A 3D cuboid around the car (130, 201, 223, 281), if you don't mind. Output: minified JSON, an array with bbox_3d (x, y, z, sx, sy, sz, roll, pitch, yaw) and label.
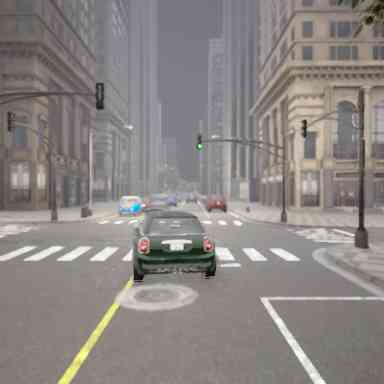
[{"bbox_3d":[-0.726,1.335,10.077,2.097,1.767,4.553,0,0,-10],"label":"car"}]

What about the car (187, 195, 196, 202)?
[{"bbox_3d":[-0.068,1.347,72.223,1.882,1.535,5.008,0,0,0],"label":"car"}]

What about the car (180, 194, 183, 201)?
[{"bbox_3d":[-3.063,1.549,66.394,2.033,1.411,5.357,0,0,0],"label":"car"}]

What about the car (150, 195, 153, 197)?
[{"bbox_3d":[-5.796,1.395,36.634,1.967,1.590,4.097,0,0,0],"label":"car"}]

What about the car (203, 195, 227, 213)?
[{"bbox_3d":[2.730,1.270,36.651,2.192,1.841,5.009,0,0,0],"label":"car"}]

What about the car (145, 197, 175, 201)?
[{"bbox_3d":[-3.115,1.505,32.288,2.033,1.411,5.357,0,0,2],"label":"car"}]

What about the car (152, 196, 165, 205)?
[{"bbox_3d":[-5.817,1.492,58.399,1.887,1.381,4.507,0,0,0],"label":"car"}]

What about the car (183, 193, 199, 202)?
[{"bbox_3d":[-0.059,1.299,62.190,2.097,1.767,4.553,0,0,0],"label":"car"}]

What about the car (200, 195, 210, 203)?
[{"bbox_3d":[2.698,1.385,69.296,1.967,1.590,4.097,0,0,0],"label":"car"}]

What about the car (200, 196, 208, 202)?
[{"bbox_3d":[2.692,1.526,74.737,1.802,1.307,4.206,0,0,0],"label":"car"}]

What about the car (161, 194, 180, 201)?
[{"bbox_3d":[-3.133,1.428,48.760,1.882,1.535,5.008,0,0,0],"label":"car"}]

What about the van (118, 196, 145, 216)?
[{"bbox_3d":[-5.790,1.299,31.193,1.690,1.788,3.998,0,0,0],"label":"van"}]

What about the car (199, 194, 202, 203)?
[{"bbox_3d":[2.708,1.498,58.414,2.008,1.369,4.403,0,0,0],"label":"car"}]

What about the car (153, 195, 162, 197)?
[{"bbox_3d":[-5.807,1.516,47.516,1.947,1.339,4.313,0,0,0],"label":"car"}]

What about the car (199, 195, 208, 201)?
[{"bbox_3d":[2.687,1.487,80.177,1.887,1.381,4.507,0,0,0],"label":"car"}]
